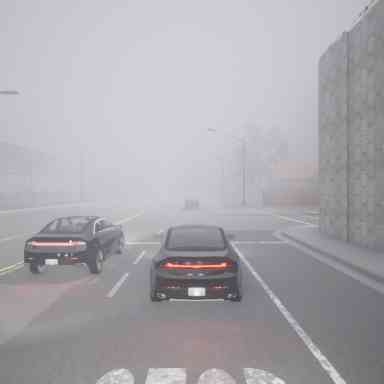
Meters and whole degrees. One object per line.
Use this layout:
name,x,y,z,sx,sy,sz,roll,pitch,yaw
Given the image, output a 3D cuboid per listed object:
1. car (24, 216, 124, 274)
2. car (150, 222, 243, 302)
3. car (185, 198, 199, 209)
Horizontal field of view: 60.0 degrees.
car,-3.429,1.492,10.533,2.128,1.511,4.902,0,0,0
car,0.078,1.505,8.265,1.837,1.490,4.892,0,0,0
car,-0.022,1.492,44.234,2.128,1.511,4.902,0,0,0
